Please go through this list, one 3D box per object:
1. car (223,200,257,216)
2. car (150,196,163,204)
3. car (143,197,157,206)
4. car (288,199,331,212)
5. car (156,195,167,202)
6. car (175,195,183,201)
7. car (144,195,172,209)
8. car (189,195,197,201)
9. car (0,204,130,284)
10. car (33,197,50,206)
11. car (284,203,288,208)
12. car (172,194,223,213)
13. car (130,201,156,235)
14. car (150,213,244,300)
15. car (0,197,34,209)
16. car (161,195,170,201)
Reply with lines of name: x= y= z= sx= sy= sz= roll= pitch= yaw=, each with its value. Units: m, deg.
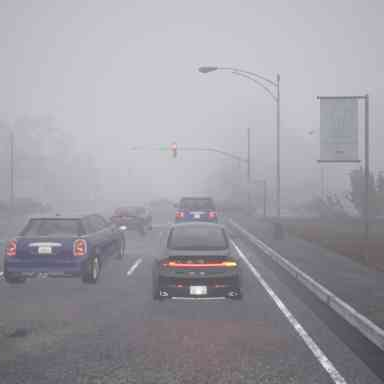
car: x=3.729 y=1.491 z=32.030 sx=4.902 sy=1.511 sz=2.128 roll=0 pitch=0 yaw=3
car: x=-6.887 y=1.547 z=65.431 sx=2.033 sy=1.411 sz=5.357 roll=0 pitch=0 yaw=1
car: x=-6.958 y=1.526 z=55.704 sx=1.812 sy=1.442 sz=4.674 roll=0 pitch=0 yaw=0
car: x=14.140 y=1.505 z=38.629 sx=4.892 sy=1.490 sz=1.837 roll=0 pitch=0 yaw=3
car: x=-6.829 y=1.478 z=75.209 sx=1.882 sy=1.535 sz=5.008 roll=0 pitch=0 yaw=0
car: x=-3.304 y=1.471 z=85.922 sx=1.882 sy=1.535 sz=5.008 roll=0 pitch=0 yaw=0
car: x=-4.201 y=1.477 z=46.357 sx=1.882 sy=1.535 sz=5.008 roll=1 pitch=0 yaw=23
car: x=0.196 y=1.471 z=85.913 sx=1.882 sy=1.535 sz=5.008 roll=0 pitch=0 yaw=0
car: x=-3.378 y=1.352 z=9.778 sx=2.097 sy=1.767 sz=4.553 roll=0 pitch=0 yaw=0
car: x=-18.074 y=1.352 z=37.099 sx=4.553 sy=1.767 sz=2.097 roll=0 pitch=0 yaw=0
car: x=14.550 y=1.547 z=42.112 sx=5.357 sy=1.411 sz=2.033 roll=0 pitch=0 yaw=3
car: x=0.165 y=1.221 z=18.211 sx=2.150 sy=2.045 sz=5.566 roll=0 pitch=0 yaw=-2
car: x=-3.358 y=1.505 z=18.738 sx=1.837 sy=1.490 sz=4.892 roll=0 pitch=0 yaw=0
car: x=0.119 y=1.505 z=8.363 sx=1.837 sy=1.490 sz=4.892 roll=0 pitch=0 yaw=0
car: x=-18.797 y=1.504 z=33.129 sx=4.892 sy=1.490 sz=1.837 roll=0 pitch=0 yaw=6
car: x=-6.806 y=1.494 z=85.166 sx=1.837 sy=1.490 sz=4.892 roll=0 pitch=0 yaw=0
